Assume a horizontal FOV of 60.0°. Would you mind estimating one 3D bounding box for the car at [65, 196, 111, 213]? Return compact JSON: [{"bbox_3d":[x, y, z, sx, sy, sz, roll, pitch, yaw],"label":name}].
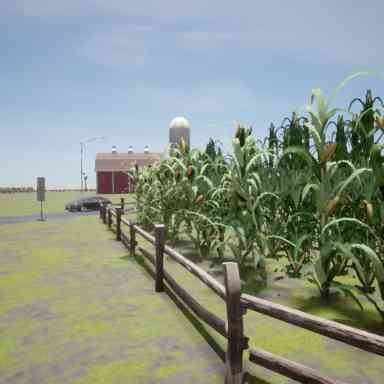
[{"bbox_3d":[-10.073,1.144,32.444,1.837,1.490,4.892,-1,1,30],"label":"car"}]
